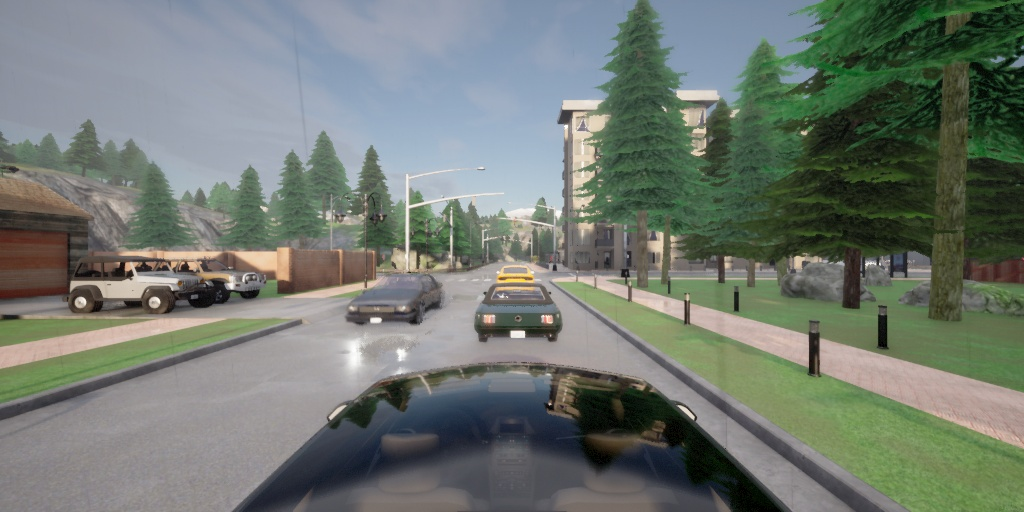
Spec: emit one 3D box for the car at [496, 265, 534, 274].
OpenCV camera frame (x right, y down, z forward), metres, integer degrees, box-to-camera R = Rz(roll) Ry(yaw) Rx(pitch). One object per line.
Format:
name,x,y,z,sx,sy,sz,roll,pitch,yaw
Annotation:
car,0.176,1.228,19.050,1.882,1.535,5.008,0,0,0

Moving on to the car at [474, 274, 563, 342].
car,0.146,1.351,9.711,1.895,1.301,4.718,0,0,0

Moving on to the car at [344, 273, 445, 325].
car,-3.538,1.298,12.030,2.033,1.411,5.357,0,0,1
